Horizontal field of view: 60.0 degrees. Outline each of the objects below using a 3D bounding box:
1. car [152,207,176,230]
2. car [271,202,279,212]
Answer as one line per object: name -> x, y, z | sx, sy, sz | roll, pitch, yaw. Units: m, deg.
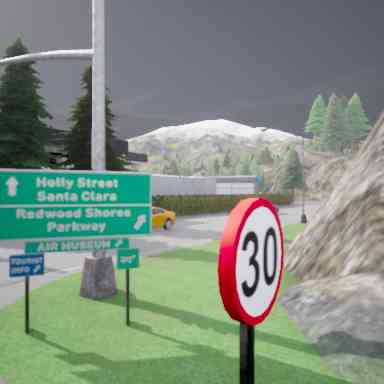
car -> -3.081, 1.654, 20.602 | 1.882, 1.535, 5.008 | 0, 0, 36
car -> 7.488, 1.724, 35.122 | 2.033, 1.411, 5.357 | 0, 0, 36
